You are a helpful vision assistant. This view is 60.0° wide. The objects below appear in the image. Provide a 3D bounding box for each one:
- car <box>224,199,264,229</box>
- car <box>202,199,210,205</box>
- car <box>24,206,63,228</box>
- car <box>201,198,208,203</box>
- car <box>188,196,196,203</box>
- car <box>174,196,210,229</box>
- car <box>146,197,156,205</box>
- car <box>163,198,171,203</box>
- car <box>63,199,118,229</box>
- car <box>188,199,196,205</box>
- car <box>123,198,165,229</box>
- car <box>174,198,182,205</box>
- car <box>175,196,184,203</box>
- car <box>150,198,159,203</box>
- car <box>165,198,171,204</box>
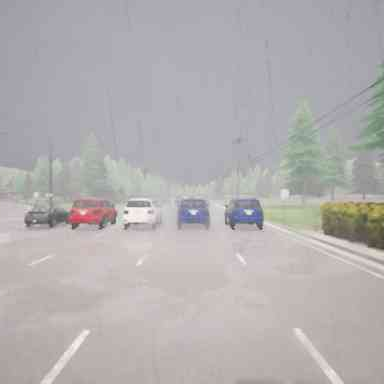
[{"bbox_3d":[3.600,1.478,23.690,2.150,2.045,5.566,0,-1,0],"label":"car"},{"bbox_3d":[3.503,2.429,84.667,1.812,1.442,4.674,0,-1,0],"label":"car"},{"bbox_3d":[-10.399,1.755,24.418,2.128,1.511,4.902,0,-1,0],"label":"car"},{"bbox_3d":[3.503,2.387,94.255,2.033,1.411,5.357,0,-1,0],"label":"car"},{"bbox_3d":[0.003,2.072,94.289,2.150,2.045,5.566,0,-1,0],"label":"car"},{"bbox_3d":[0.099,1.478,23.739,2.150,2.045,5.566,0,-1,0],"label":"car"},{"bbox_3d":[-10.497,2.264,85.056,2.097,1.767,4.553,0,-1,0],"label":"car"},{"bbox_3d":[-6.997,2.371,94.256,1.812,1.442,4.674,0,-1,0],"label":"car"},{"bbox_3d":[-6.899,1.478,23.743,2.150,2.045,5.566,0,-1,0],"label":"car"},{"bbox_3d":[0.003,2.429,84.667,1.812,1.442,4.674,0,-1,0],"label":"car"},{"bbox_3d":[-3.399,1.477,23.681,2.150,2.045,5.566,0,-1,0],"label":"car"},{"bbox_3d":[-3.497,2.382,84.668,1.882,1.535,5.008,0,-1,0],"label":"car"},{"bbox_3d":[-3.497,2.072,94.289,2.150,2.045,5.566,0,-1,0],"label":"car"},{"bbox_3d":[-10.497,2.386,94.256,2.033,1.411,5.357,0,-1,0],"label":"car"},{"bbox_3d":[-6.997,2.444,84.668,2.033,1.411,5.357,0,-1,0],"label":"car"}]
